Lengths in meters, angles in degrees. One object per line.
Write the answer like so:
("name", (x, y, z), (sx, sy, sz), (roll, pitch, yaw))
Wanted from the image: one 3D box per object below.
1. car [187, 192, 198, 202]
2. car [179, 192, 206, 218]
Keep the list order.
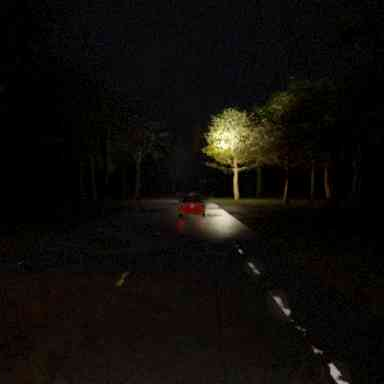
("car", (0.049, 0.785, 56.455), (1.801, 1.575, 5.366), (0, 1, 0))
("car", (0.025, 1.120, 27.885), (2.097, 1.767, 4.553), (0, 1, 0))
